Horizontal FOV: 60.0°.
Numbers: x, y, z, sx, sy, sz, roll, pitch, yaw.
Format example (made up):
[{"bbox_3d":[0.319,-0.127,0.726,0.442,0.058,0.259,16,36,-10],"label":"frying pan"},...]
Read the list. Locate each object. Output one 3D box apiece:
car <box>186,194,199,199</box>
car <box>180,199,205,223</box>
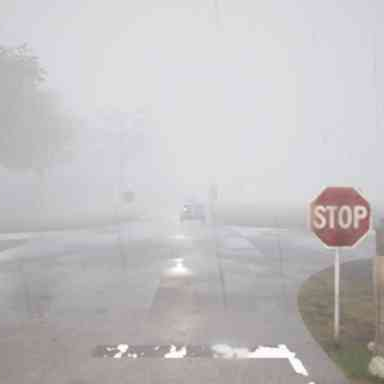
[{"bbox_3d":[0.032,1.347,60.712,2.150,2.045,5.566,0,0,0],"label":"car"},{"bbox_3d":[0.065,1.560,25.846,2.033,1.411,5.357,0,0,0],"label":"car"}]
